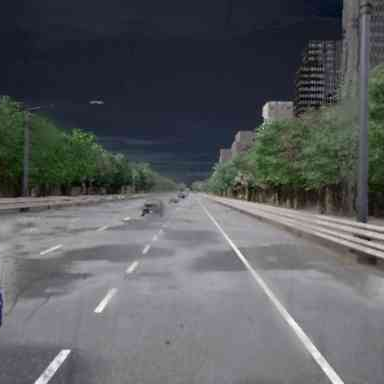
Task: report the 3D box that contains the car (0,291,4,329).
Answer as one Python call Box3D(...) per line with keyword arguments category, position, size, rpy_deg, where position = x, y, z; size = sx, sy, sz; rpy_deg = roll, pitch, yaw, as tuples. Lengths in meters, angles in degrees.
Box3D(category="car", position=(-3.483, 1.153, 1.894), size=(2.150, 2.045, 5.566), rpy_deg=(1, 0, 0))

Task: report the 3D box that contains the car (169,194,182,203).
Box3D(category="car", position=(-3.495, 1.584, 66.659), size=(1.895, 1.301, 4.718), rpy_deg=(1, 0, 0))

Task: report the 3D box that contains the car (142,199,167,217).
Box3D(category="car", position=(-3.491, 1.447, 31.000), size=(1.837, 1.490, 4.892), rpy_deg=(1, 0, 0))
